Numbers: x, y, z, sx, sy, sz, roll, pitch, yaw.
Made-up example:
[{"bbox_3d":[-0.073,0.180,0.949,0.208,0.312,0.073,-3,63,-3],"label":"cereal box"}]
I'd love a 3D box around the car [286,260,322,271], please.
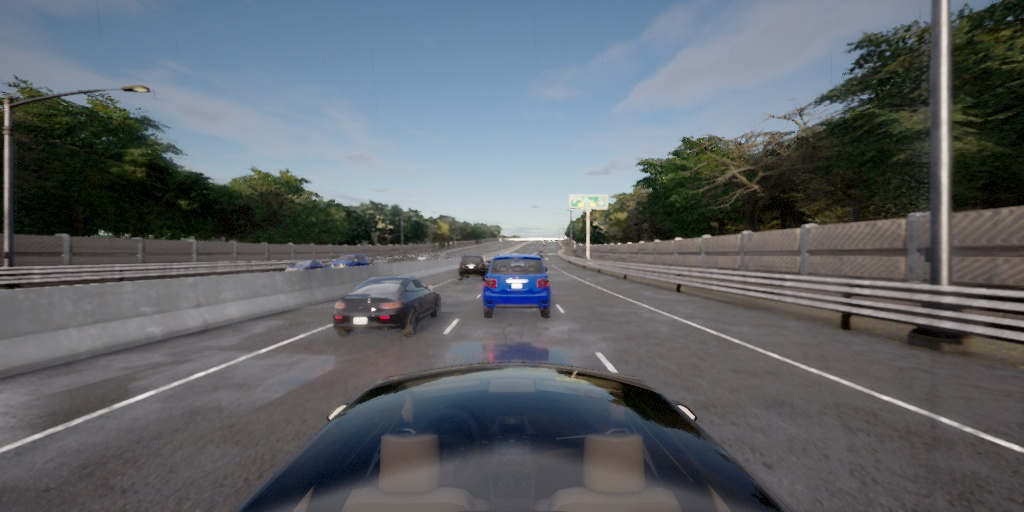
[{"bbox_3d":[-20.557,1.181,36.028,1.812,1.442,4.674,0,0,2],"label":"car"}]

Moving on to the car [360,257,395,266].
[{"bbox_3d":[-13.515,1.154,37.279,1.837,1.490,4.892,0,1,2],"label":"car"}]

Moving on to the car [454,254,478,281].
[{"bbox_3d":[-3.028,0.933,29.940,2.150,2.045,5.566,0,0,1],"label":"car"}]

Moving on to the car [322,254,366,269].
[{"bbox_3d":[-17.009,0.864,37.599,2.150,2.045,5.566,0,1,2],"label":"car"}]

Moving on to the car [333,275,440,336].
[{"bbox_3d":[-3.349,1.271,10.274,1.812,1.442,4.674,0,0,0],"label":"car"}]

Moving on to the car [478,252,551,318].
[{"bbox_3d":[0.174,0.968,13.185,2.150,2.045,5.566,0,0,1],"label":"car"}]
